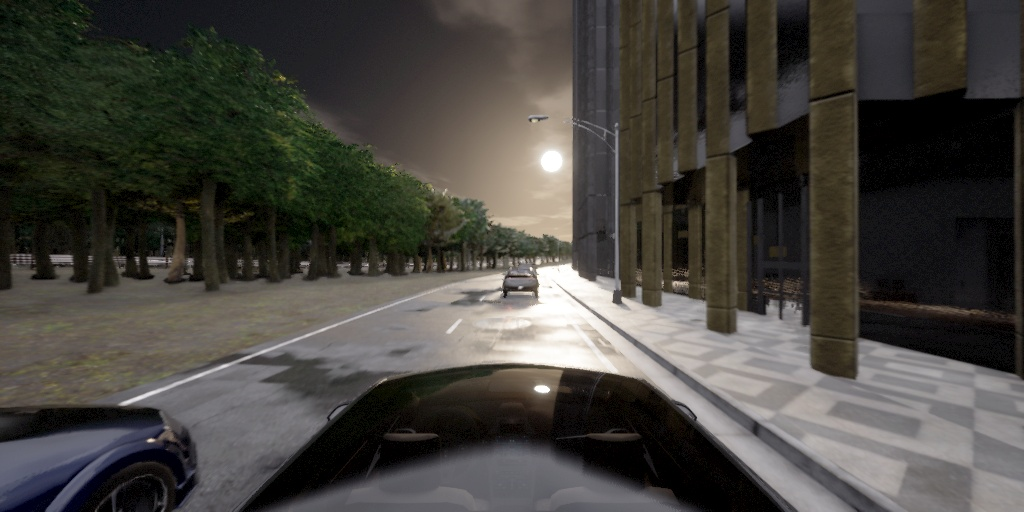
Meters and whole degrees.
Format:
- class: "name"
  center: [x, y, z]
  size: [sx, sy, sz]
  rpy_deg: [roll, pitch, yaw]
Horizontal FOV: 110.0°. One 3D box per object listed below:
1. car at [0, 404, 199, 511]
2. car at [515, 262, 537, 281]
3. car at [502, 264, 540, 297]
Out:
- class: "car"
  center: [-3.373, 1.311, 0.974]
  size: [1.994, 1.385, 4.181]
  rpy_deg: [0, 0, 0]
- class: "car"
  center: [1.530, 1.580, 37.561]
  size: [2.097, 1.767, 4.553]
  rpy_deg: [0, -1, 4]
- class: "car"
  center: [0.505, 1.367, 19.781]
  size: [2.128, 1.511, 4.902]
  rpy_deg: [0, -1, 2]
